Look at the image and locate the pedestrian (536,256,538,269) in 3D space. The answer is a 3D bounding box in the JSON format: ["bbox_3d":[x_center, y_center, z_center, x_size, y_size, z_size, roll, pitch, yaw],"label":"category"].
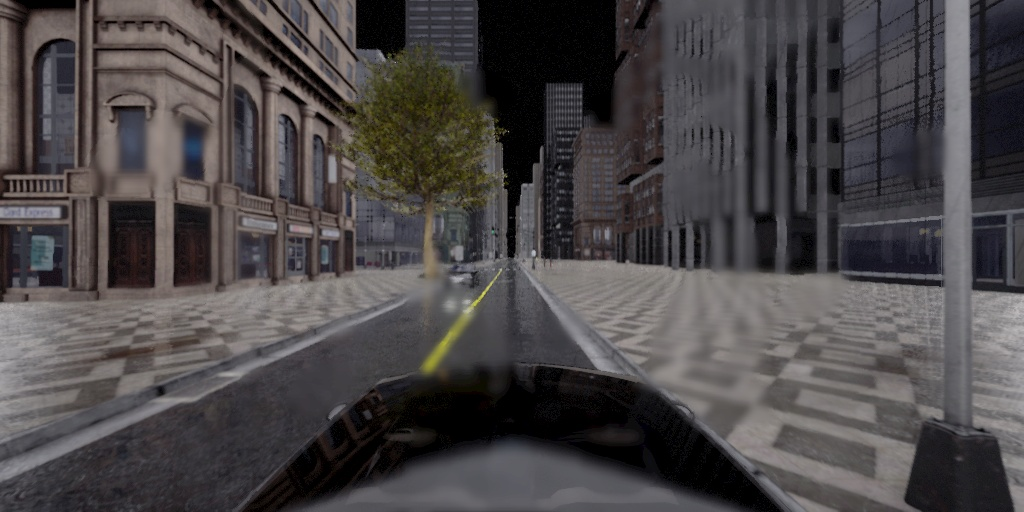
[{"bbox_3d":[3.640,0.916,52.571,0.375,1.860,0.375,0,0,0],"label":"pedestrian"}]

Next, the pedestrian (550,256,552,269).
[{"bbox_3d":[5.640,0.900,51.971,0.375,1.860,0.375,0,0,0],"label":"pedestrian"}]

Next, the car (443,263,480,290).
[{"bbox_3d":[-3.098,1.236,22.830,2.128,1.511,4.902,0,0,0],"label":"car"}]

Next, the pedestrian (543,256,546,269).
[{"bbox_3d":[4.640,0.910,51.372,0.375,1.860,0.375,0,0,0],"label":"pedestrian"}]
